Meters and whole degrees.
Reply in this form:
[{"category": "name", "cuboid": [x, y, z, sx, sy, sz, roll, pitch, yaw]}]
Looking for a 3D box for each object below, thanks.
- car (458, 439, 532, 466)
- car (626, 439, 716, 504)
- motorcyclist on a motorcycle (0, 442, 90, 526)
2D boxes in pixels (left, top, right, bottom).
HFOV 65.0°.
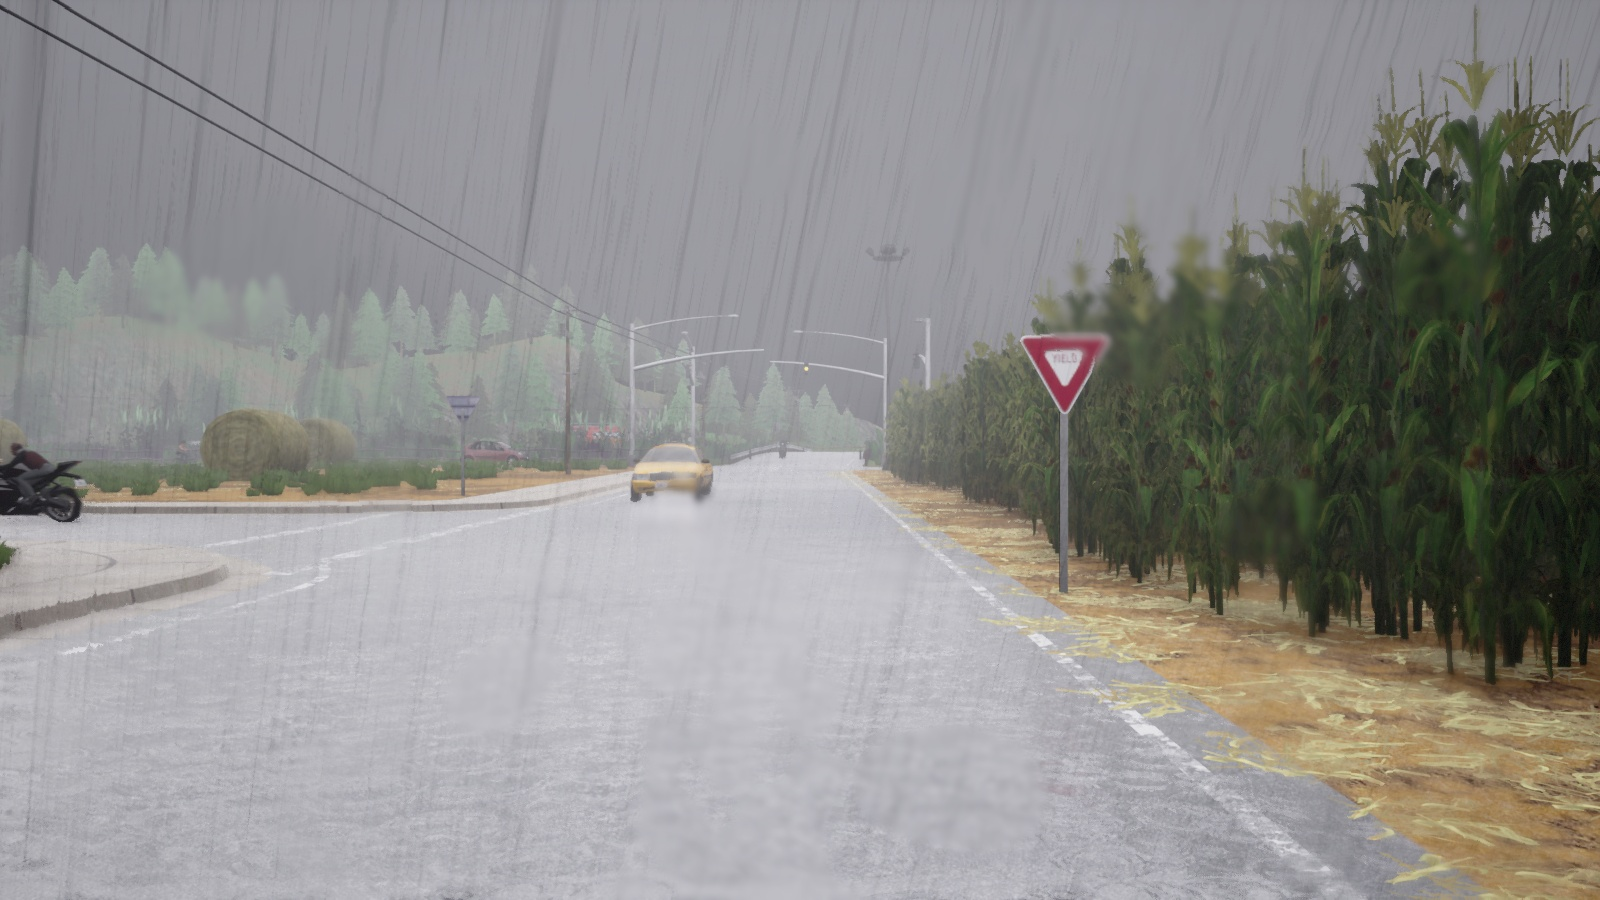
[{"category": "car", "cuboid": [-18.478, 0.165, 76.190, 3.988, 1.617, 1.851, 0, 0, 3]}, {"category": "car", "cuboid": [-3.304, 0.494, 33.182, 1.801, 1.575, 5.366, 0, 0, 0]}, {"category": "motorcyclist on a motorcycle", "cuboid": [-14.533, 0.611, 23.316, 2.191, 1.530, 0.866, 0, 0, -1]}]
